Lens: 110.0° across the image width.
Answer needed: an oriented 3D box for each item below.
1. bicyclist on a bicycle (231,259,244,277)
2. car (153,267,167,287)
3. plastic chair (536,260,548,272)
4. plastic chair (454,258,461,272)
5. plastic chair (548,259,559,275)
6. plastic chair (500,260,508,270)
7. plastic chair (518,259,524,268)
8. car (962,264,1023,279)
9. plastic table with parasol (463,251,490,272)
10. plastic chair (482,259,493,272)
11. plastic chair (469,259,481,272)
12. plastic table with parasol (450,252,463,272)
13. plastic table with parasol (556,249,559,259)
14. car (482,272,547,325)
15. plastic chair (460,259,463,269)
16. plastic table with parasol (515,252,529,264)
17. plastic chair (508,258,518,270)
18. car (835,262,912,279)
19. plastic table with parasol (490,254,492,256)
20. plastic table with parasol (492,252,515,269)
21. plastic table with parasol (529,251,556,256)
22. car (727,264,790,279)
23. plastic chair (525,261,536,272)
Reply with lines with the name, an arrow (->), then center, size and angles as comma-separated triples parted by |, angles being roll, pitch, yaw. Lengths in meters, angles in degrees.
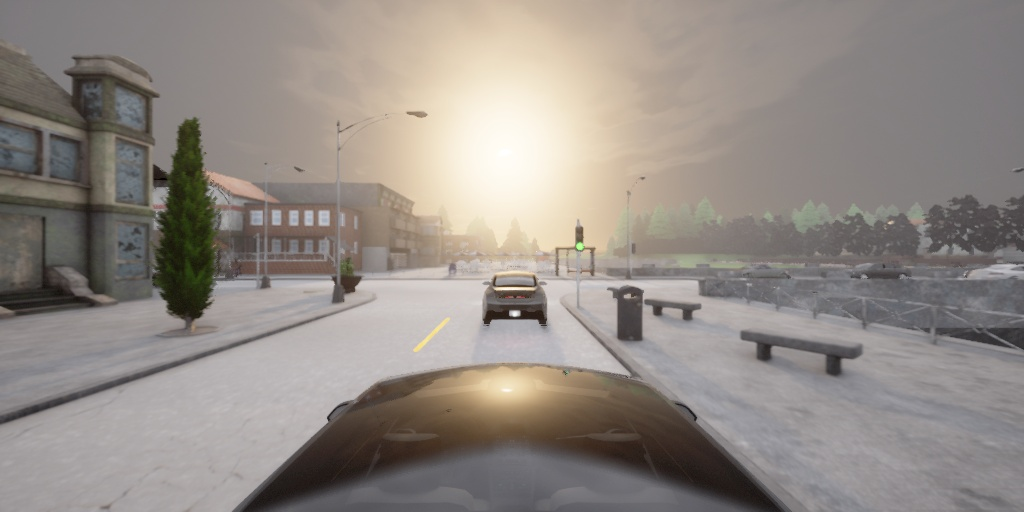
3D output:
bicyclist on a bicycle -> -24.192, 1.075, 31.567 | 0.582, 1.620, 1.656 | 0, 0, 0
car -> -23.466, 1.334, 23.169 | 4.718, 1.301, 1.895 | 0, 0, 0
plastic chair -> 3.438, 1.247, 41.176 | 0.750, 1.272, 0.730 | 0, 0, 0
plastic chair -> -7.059, 1.242, 48.606 | 0.750, 1.272, 0.730 | 0, 0, -1
plastic chair -> 4.838, 1.246, 42.276 | 0.730, 1.272, 0.750 | 0, 0, 0
plastic chair -> -1.262, 1.241, 48.975 | 0.750, 1.272, 0.730 | 0, 0, 0
plastic chair -> 1.041, 1.235, 56.607 | 0.750, 1.272, 0.730 | 0, 0, -1
car -> 32.525, 1.258, 23.197 | 4.674, 1.442, 1.812 | 0, 0, 0
plastic table with parasol -> -4.242, 0.642, 43.195 | 2.482, 2.480, 2.482 | 0, 0, 0
plastic chair -> -2.962, 1.246, 43.075 | 0.730, 1.272, 0.750 | 0, 0, 0
plastic chair -> -4.362, 1.247, 41.975 | 0.750, 1.272, 0.730 | 0, 0, 0
plastic table with parasol -> -7.132, 0.637, 49.785 | 2.482, 2.480, 2.482 | 0, 0, 0
plastic table with parasol -> 4.988, 0.635, 51.076 | 2.482, 2.480, 2.482 | 0, 0, 0
car -> 0.094, 1.246, 11.756 | 1.837, 1.490, 4.892 | 0, 0, 0
plastic chair -> -5.562, 1.246, 43.275 | 0.730, 1.272, 0.750 | 0, 0, 0
plastic table with parasol -> 1.157, 0.630, 57.785 | 2.482, 2.480, 2.482 | 0, 0, 0
plastic chair -> 0.138, 1.240, 50.075 | 0.730, 1.272, 0.750 | 0, 0, 0
car -> 27.429, 1.234, 27.379 | 4.892, 1.490, 1.837 | 0, 0, 0
plastic table with parasol -> -4.624, 0.624, 64.705 | 2.482, 2.480, 2.482 | 0, 0, 0
plastic table with parasol -> -1.212, 0.636, 50.175 | 2.482, 2.480, 2.482 | 0, 0, 0
plastic table with parasol -> 3.578, 0.642, 42.446 | 2.482, 2.480, 2.482 | 0, 0, 0
car -> 18.644, 1.293, 27.380 | 4.181, 1.385, 1.994 | 0, 0, 0
plastic chair -> 2.238, 1.246, 42.475 | 0.730, 1.272, 0.750 | 0, 0, 0
